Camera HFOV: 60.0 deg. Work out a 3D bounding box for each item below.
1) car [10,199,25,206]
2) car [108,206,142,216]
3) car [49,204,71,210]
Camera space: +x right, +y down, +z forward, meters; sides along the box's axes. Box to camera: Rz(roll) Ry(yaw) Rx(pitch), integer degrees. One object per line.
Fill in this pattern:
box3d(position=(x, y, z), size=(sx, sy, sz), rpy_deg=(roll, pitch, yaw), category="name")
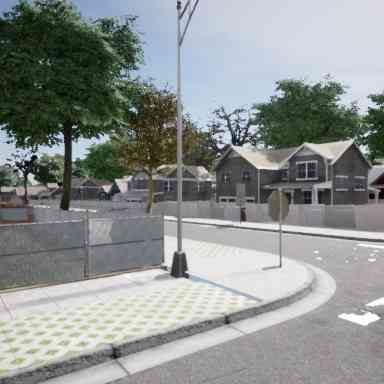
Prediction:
box3d(position=(-36.568, 2.425, 69.506), size=(2.150, 2.045, 5.566), rpy_deg=(0, -1, -36), category="car")
box3d(position=(-5.231, 1.899, 26.458), size=(2.128, 1.511, 4.902), rpy_deg=(0, -1, -36), category="car")
box3d(position=(-16.913, 2.252, 42.508), size=(1.812, 1.442, 4.674), rpy_deg=(0, -1, -36), category="car")
